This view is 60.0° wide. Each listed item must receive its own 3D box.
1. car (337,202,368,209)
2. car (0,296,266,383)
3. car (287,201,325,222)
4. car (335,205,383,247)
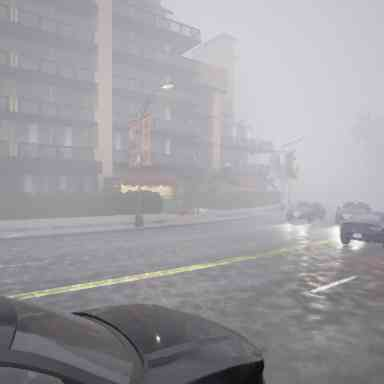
[{"bbox_3d":[11.998,1.512,24.518,2.128,1.511,4.902,0,0,37],"label":"car"},{"bbox_3d":[-1.632,1.476,2.115,5.008,1.535,1.882,0,0,-35],"label":"car"},{"bbox_3d":[9.194,1.509,26.612,2.128,1.511,4.902,0,0,37],"label":"car"},{"bbox_3d":[8.068,1.528,14.616,1.812,1.442,4.674,0,0,45],"label":"car"}]
